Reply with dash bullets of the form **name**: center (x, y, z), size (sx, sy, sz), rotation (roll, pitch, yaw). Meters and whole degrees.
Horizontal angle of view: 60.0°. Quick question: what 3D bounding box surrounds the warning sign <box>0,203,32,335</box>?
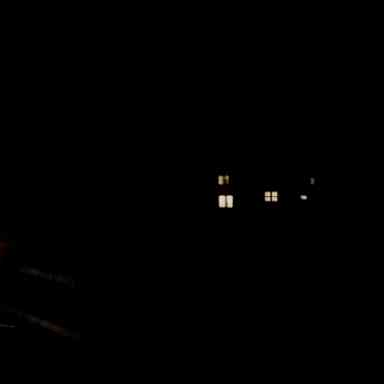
- **warning sign**: center (-3.302, 1.120, 4.929), size (1.060, 1.860, 1.300), rotation (0, 0, 36)
